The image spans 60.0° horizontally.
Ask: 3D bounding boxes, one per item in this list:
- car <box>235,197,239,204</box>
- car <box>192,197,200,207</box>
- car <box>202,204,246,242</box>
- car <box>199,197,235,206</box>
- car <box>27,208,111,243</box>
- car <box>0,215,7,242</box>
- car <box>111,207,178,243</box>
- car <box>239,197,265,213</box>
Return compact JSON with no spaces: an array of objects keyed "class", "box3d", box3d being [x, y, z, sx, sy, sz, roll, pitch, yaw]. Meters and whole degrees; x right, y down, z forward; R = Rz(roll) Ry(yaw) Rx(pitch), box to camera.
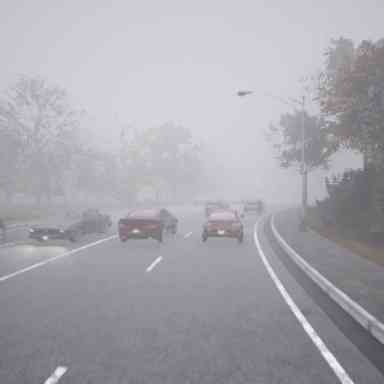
[{"class":"car","box3d":[8.181,1.601,56.914,2.033,1.411,5.357,0,0,29]},{"class":"car","box3d":[1.773,1.493,52.079,1.882,1.535,5.008,0,0,26]},{"class":"car","box3d":[1.608,1.541,16.427,1.812,1.442,4.674,0,0,9]},{"class":"car","box3d":[2.754,1.518,35.543,2.128,1.511,4.902,0,0,19]},{"class":"car","box3d":[-5.713,1.530,16.440,2.033,1.411,5.357,0,0,8]},{"class":"car","box3d":[-9.618,1.318,13.156,2.097,1.767,4.553,0,0,7]},{"class":"car","box3d":[-1.972,1.477,16.259,1.882,1.535,5.008,0,0,8]},{"class":"car","box3d":[7.036,1.543,37.206,2.128,1.511,4.902,0,0,20]}]
